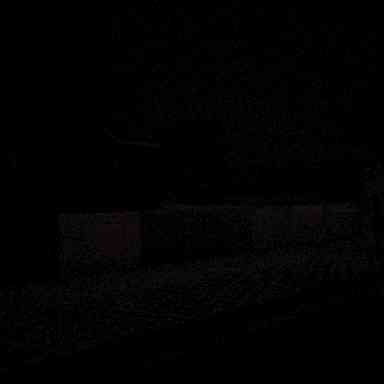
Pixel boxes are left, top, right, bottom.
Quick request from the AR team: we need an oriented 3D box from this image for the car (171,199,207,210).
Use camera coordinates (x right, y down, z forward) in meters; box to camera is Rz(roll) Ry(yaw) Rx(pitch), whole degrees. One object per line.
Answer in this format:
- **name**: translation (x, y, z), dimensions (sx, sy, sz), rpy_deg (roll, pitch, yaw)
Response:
- **car**: translation (-0.395, 1.597, 38.382), dimensions (4.902, 1.511, 2.128), rpy_deg (0, 3, 44)
